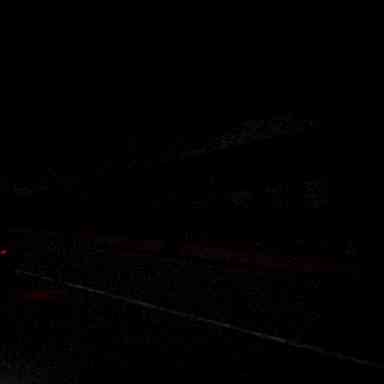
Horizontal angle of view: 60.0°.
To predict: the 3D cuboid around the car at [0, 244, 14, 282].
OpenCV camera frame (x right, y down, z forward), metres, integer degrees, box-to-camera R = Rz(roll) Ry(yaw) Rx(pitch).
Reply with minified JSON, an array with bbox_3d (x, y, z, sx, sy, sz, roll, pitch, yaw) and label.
[{"bbox_3d":[-6.473,1.590,8.608,4.181,1.385,1.994,0,0,35],"label":"car"}]
